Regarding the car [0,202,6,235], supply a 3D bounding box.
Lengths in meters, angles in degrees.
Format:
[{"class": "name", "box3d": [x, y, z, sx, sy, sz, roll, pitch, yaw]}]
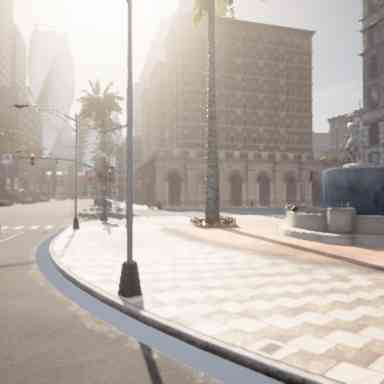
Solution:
[{"class": "car", "box3d": [-10.586, 1.530, 15.688, 2.097, 1.767, 4.553, 0, -1, -19]}]

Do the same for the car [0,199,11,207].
[{"class": "car", "box3d": [-39.452, 2.287, 69.600, 2.161, 1.482, 4.786, 0, -1, -15]}]
